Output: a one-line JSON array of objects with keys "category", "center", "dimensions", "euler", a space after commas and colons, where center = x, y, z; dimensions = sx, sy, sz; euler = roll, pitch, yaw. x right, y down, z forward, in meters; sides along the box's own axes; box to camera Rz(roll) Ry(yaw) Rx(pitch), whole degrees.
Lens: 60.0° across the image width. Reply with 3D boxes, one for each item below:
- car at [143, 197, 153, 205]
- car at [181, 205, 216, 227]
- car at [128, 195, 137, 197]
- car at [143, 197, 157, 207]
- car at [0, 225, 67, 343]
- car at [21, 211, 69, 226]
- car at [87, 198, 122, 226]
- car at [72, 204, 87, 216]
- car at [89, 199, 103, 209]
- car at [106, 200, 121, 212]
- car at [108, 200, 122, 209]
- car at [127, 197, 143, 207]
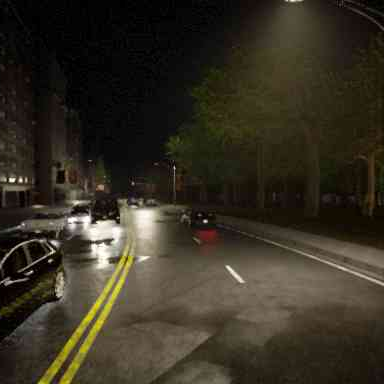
[{"category": "car", "center": [-9.791, 1.923, 73.116], "dimensions": [1.837, 1.490, 4.892], "euler": [0, 0, -12]}, {"category": "car", "center": [0.427, 1.727, 24.554], "dimensions": [1.837, 1.490, 4.892], "euler": [0, 0, -12]}, {"category": "car", "center": [-12.980, 1.664, 72.483], "dimensions": [2.150, 2.045, 5.566], "euler": [0, 0, -12]}, {"category": "car", "center": [-7.661, 2.063, 62.915], "dimensions": [2.033, 1.411, 5.357], "euler": [0, 0, -12]}, {"category": "car", "center": [-3.635, 1.599, 5.680], "dimensions": [1.837, 1.490, 4.892], "euler": [0, -1, -4]}, {"category": "car", "center": [-8.849, 1.853, 20.293], "dimensions": [1.895, 1.301, 4.718], "euler": [0, 0, -11]}, {"category": "car", "center": [-6.854, 1.505, 26.828], "dimensions": [2.150, 2.045, 5.566], "euler": [0, -1, -11]}, {"category": "car", "center": [-12.463, 1.988, 37.869], "dimensions": [1.895, 1.301, 4.718], "euler": [0, 0, -11]}, {"category": "car", "center": [-16.399, 2.039, 57.053], "dimensions": [1.837, 1.490, 4.892], "euler": [0, -1, -12]}, {"category": "car", "center": [-10.711, 1.903, 45.559], "dimensions": [1.882, 1.535, 5.008], "euler": [0, -1, -11]}, {"category": "car", "center": [-12.853, 2.051, 55.838], "dimensions": [2.033, 1.411, 5.357], "euler": [0, 0, -11]}, {"category": "car", "center": [-10.842, 2.078, 62.250], "dimensions": [2.033, 1.411, 5.357], "euler": [0, 0, -12]}]
